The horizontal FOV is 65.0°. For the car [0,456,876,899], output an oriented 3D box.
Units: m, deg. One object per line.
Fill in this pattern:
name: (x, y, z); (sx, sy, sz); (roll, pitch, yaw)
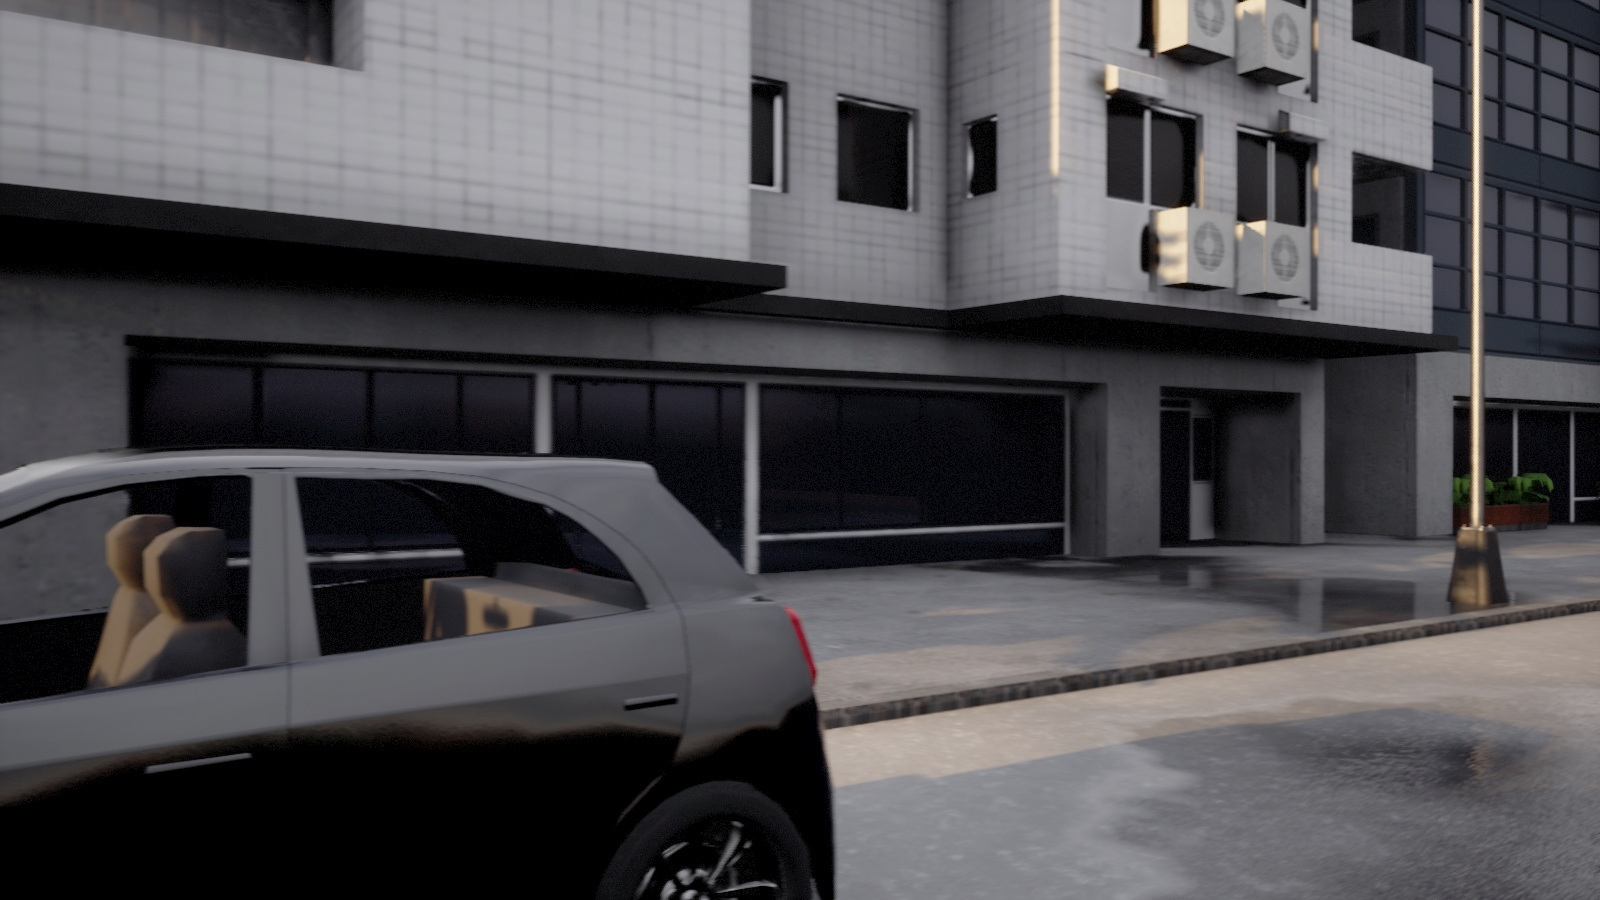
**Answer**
car: (-1.820, 0.770, 3.001); (3.633, 1.501, 1.845); (0, 0, -35)

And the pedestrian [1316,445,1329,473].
pedestrian: (34.730, 0.584, 83.435); (0.402, 1.842, 0.726); (0, 0, -24)
